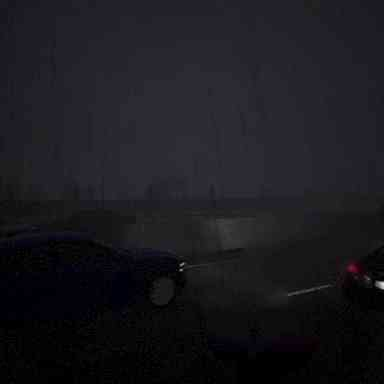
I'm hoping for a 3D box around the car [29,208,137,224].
[{"bbox_3d":[-5.408,1.547,16.994,5.357,1.411,2.033,0,0,-32],"label":"car"}]

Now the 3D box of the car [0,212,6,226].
[{"bbox_3d":[-12.115,1.491,16.643,4.902,1.511,2.128,0,0,-35],"label":"car"}]

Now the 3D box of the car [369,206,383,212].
[{"bbox_3d":[13.663,1.564,22.618,4.181,1.385,1.994,0,0,-21],"label":"car"}]

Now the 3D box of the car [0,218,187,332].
[{"bbox_3d":[-2.412,1.478,6.144,5.008,1.535,1.882,0,0,-35],"label":"car"}]

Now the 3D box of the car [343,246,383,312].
[{"bbox_3d":[5.001,1.564,6.649,4.181,1.385,1.994,0,0,-30],"label":"car"}]
